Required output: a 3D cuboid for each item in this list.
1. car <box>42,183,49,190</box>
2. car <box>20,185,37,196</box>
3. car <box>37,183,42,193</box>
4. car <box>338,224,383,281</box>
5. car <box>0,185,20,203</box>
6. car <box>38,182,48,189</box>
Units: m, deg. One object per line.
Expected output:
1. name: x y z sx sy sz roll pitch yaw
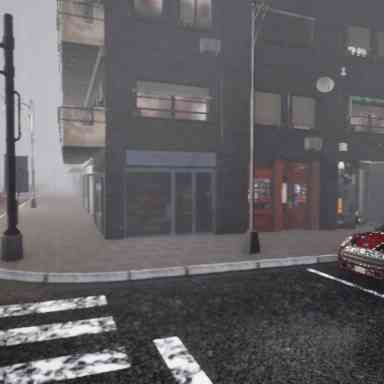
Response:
1. car: -34.223 -1.218 75.577 1.947 1.339 4.313 -1 2 -21
2. car: -22.112 -0.152 43.905 2.008 1.369 4.403 -1 2 -21
3. car: -26.148 -0.519 54.461 1.887 1.381 4.507 -1 2 -21
4. car: 5.743 1.282 8.414 4.097 1.590 1.967 0 1 -22
5. car: -16.056 0.385 28.069 1.887 1.381 4.507 -1 2 -21
6. car: -36.242 -1.524 80.851 1.967 1.590 4.097 -1 2 -21
